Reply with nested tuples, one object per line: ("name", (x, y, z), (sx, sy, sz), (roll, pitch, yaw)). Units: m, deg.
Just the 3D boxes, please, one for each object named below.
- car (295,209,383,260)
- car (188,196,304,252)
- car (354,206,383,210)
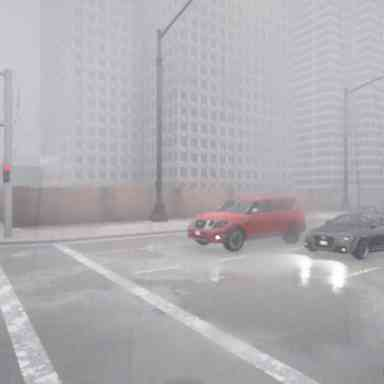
("car", (6.123, 1.543, 12.445), (4.181, 1.385, 1.994), (0, 0, -34))
("car", (2.505, 1.203, 14.213), (5.566, 2.045, 2.150), (0, 0, -34))
("car", (10.272, 1.531, 19.518), (4.181, 1.385, 1.994), (0, 0, -35))
